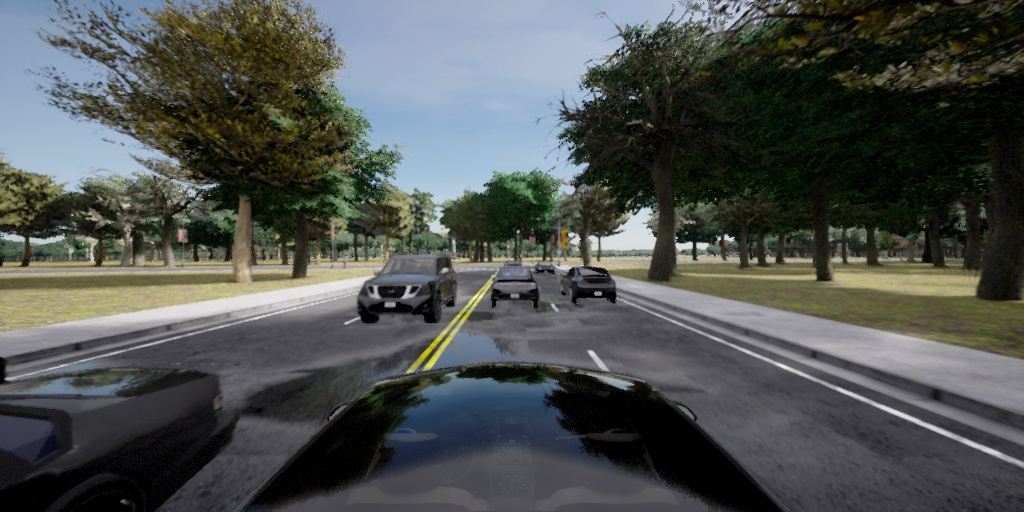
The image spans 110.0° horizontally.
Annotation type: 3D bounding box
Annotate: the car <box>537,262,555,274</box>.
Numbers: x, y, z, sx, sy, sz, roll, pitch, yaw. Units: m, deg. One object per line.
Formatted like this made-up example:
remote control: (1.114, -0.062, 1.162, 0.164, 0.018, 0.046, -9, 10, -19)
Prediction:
car: (3.361, 1.235, 37.690, 1.895, 1.301, 4.718, 0, 0, 0)

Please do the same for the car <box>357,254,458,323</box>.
car: (-3.247, 0.948, 12.327, 2.150, 2.045, 5.566, 0, 0, 0)

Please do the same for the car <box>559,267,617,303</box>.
car: (3.356, 1.218, 16.381, 1.837, 1.490, 4.892, 0, 0, 0)

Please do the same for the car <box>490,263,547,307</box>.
car: (0.105, 1.208, 15.271, 2.128, 1.511, 4.902, 0, 0, 0)

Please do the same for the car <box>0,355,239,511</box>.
car: (-3.338, 1.300, 0.741, 2.033, 1.411, 5.357, 0, 0, 0)

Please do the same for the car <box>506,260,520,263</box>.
car: (0.109, 1.135, 35.529, 2.128, 1.511, 4.902, 0, 0, 0)

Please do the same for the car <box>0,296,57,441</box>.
car: (-6.580, 1.241, 1.893, 2.128, 1.511, 4.902, 0, 0, 0)
